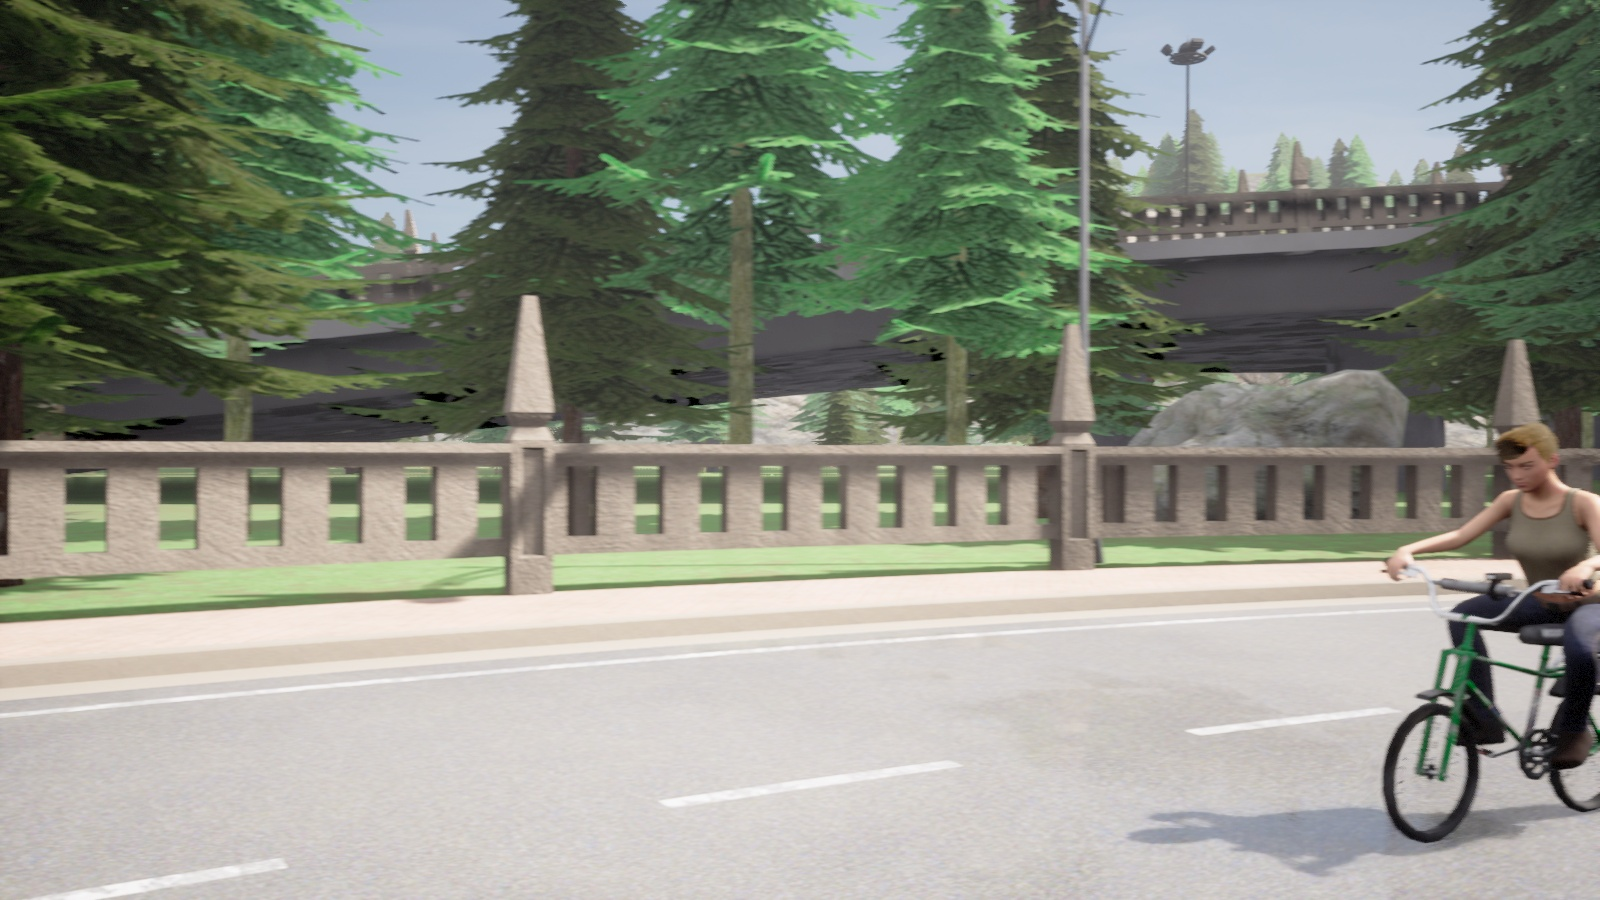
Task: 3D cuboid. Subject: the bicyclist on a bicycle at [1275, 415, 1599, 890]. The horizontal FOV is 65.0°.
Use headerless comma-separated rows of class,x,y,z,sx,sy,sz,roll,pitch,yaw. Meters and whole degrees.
bicyclist on a bicycle,2.778,0.684,4.980,1.509,1.612,0.866,0,1,-26
